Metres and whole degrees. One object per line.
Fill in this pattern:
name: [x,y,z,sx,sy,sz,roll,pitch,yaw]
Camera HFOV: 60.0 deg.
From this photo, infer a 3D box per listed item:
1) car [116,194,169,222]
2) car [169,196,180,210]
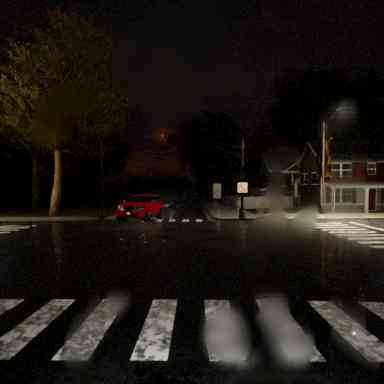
car: [-3.800,1.176,25.550,2.150,2.045,5.566,0,-1,12]
car: [-2.949,1.453,41.994,2.128,1.511,4.902,0,0,0]
